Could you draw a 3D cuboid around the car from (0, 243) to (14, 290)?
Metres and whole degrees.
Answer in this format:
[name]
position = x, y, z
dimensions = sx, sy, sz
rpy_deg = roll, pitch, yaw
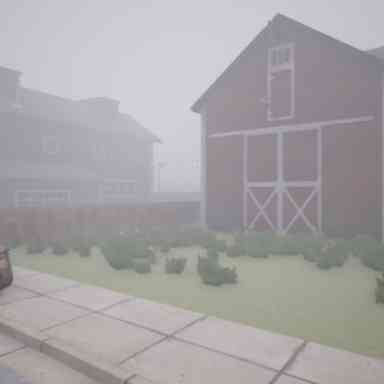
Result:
[car]
position = -5.758, 1.440, 7.323
dimensions = 4.193, 1.474, 1.816
rpy_deg = 0, 6, 33
